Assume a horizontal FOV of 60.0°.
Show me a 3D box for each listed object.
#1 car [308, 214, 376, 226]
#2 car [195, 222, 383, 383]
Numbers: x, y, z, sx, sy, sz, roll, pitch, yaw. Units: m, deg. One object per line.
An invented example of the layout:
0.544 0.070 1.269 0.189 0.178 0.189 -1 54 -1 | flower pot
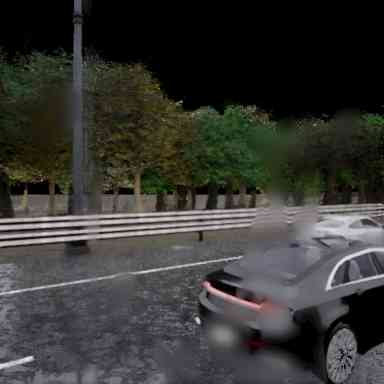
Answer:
5.676 1.524 11.916 4.674 1.442 1.812 0 0 -34 | car
2.354 1.492 5.363 4.902 1.511 2.128 0 0 -35 | car
